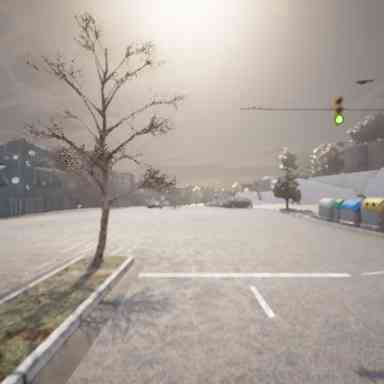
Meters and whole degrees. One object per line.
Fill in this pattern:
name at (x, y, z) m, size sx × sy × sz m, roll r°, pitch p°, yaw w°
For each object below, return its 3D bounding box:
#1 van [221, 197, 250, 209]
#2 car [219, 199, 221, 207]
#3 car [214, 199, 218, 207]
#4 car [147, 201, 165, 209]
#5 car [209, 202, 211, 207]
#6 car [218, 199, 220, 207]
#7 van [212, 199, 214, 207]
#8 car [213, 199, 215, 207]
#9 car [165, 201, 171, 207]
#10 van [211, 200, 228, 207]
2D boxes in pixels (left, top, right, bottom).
van at (7.898, 1.910, 58.423) m, size 4.442 × 1.987 × 1.878 m, roll 2°, pitch -2°, yaw -20°
car at (7.996, 2.284, 61.436) m, size 4.674 × 1.452 × 2.002 m, roll 2°, pitch -2°, yaw -20°
car at (7.821, 2.448, 67.321) m, size 5.366 × 1.575 × 1.946 m, roll 2°, pitch -2°, yaw -20°
car at (-5.924, 2.044, 52.982) m, size 1.994 × 1.385 × 4.181 m, roll 0°, pitch -2°, yaw 0°
car at (7.974, 3.201, 88.221) m, size 5.008 × 1.535 × 2.097 m, roll 1°, pitch -2°, yaw -20°
car at (8.000, 2.390, 64.408) m, size 4.674 × 1.452 × 2.002 m, roll 2°, pitch -2°, yaw -20°
van at (7.875, 2.651, 79.258) m, size 4.442 × 1.987 × 1.878 m, roll 2°, pitch -2°, yaw -20°
car at (8.015, 2.649, 76.330) m, size 4.553 × 1.767 × 2.185 m, roll 2°, pitch -2°, yaw -20°
car at (-5.966, 2.849, 76.620) m, size 1.994 × 1.385 × 4.181 m, roll 0°, pitch -2°, yaw 0°
van at (7.857, 3.204, 94.139) m, size 4.442 × 1.987 × 1.878 m, roll 2°, pitch -2°, yaw -20°
